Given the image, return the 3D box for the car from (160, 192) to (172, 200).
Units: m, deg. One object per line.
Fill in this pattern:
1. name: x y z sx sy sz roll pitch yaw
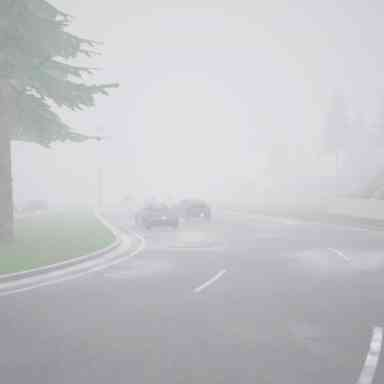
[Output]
1. car: -4.679 1.022 65.044 2.033 1.411 5.357 -1 1 -7

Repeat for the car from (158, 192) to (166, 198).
1. car: -8.709 0.807 94.896 2.033 1.411 5.357 -1 1 -7

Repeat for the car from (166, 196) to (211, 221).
1. car: -0.159 1.275 24.944 1.837 1.490 4.892 -1 1 -20

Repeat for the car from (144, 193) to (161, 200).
1. car: -5.724 1.194 46.784 1.812 1.442 4.674 -1 0 -7

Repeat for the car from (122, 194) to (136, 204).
1. car: -10.350 1.180 54.559 1.837 1.490 4.892 -1 -1 -8

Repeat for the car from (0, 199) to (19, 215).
1. car: -20.302 1.547 34.332 2.128 1.511 4.902 -1 1 1

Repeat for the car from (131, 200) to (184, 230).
1. car: -2.257 1.416 20.423 1.994 1.385 4.181 -1 1 -20

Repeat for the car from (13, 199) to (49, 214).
1. car: -16.816 1.476 34.929 2.128 1.511 4.902 -1 1 1
